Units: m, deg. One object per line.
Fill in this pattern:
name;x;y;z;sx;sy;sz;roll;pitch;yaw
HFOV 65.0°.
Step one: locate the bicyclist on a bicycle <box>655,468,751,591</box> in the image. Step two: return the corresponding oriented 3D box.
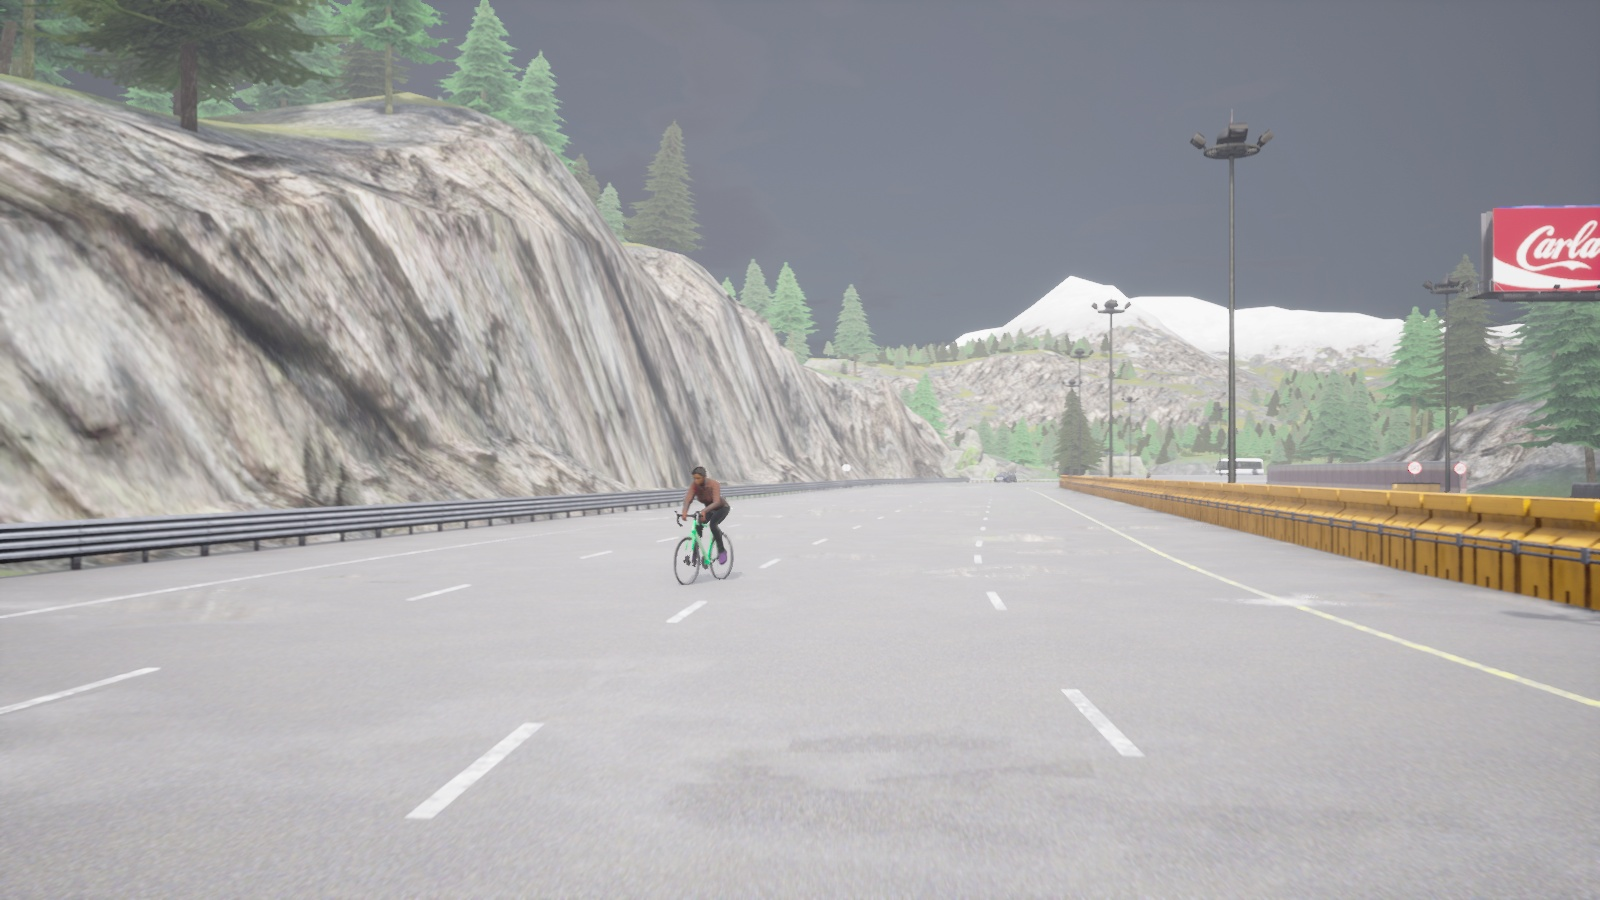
bicyclist on a bicycle;-1.330;1.065;17.504;0.582;1.620;1.656;-1;-1;25
